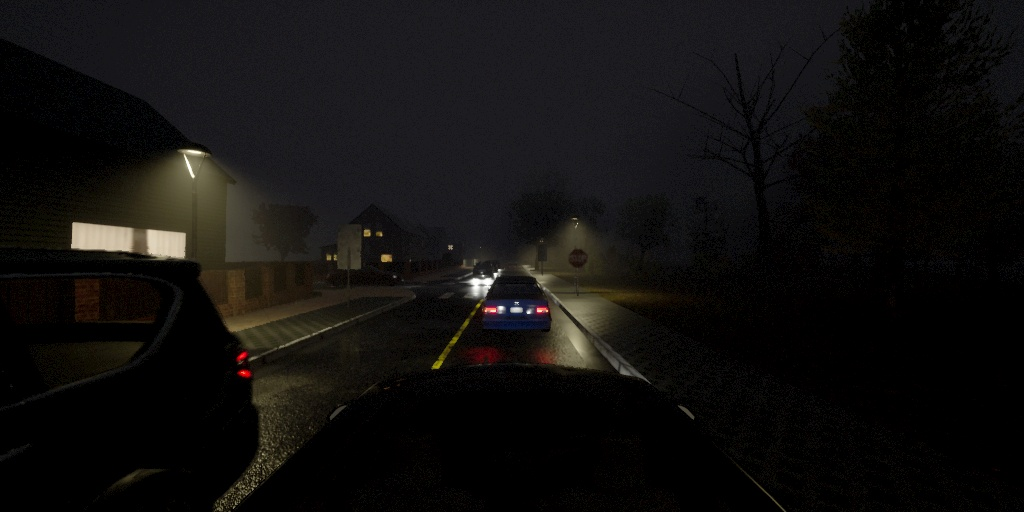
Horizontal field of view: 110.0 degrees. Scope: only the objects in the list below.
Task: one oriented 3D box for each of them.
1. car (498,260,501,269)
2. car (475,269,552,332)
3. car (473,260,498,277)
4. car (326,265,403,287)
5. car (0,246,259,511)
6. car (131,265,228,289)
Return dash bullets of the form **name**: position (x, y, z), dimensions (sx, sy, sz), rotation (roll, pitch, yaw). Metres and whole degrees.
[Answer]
- **car**: position (-2.777, 1.334, 45.978), dimensions (1.837, 1.490, 4.892), rotation (0, 0, 0)
- **car**: position (0.106, 1.305, 10.846), dimensions (2.033, 1.411, 5.357), rotation (0, 0, 0)
- **car**: position (-2.804, 1.294, 35.872), dimensions (2.128, 1.511, 4.902), rotation (0, 0, 0)
- **car**: position (-9.424, 1.293, 23.075), dimensions (4.674, 1.442, 1.812), rotation (0, -2, -5)
- **car**: position (-2.853, 0.970, 0.203), dimensions (2.150, 2.045, 5.566), rotation (0, 0, 0)
- **car**: position (-21.359, 1.312, 23.164), dimensions (4.674, 1.442, 1.812), rotation (0, -2, 2)
